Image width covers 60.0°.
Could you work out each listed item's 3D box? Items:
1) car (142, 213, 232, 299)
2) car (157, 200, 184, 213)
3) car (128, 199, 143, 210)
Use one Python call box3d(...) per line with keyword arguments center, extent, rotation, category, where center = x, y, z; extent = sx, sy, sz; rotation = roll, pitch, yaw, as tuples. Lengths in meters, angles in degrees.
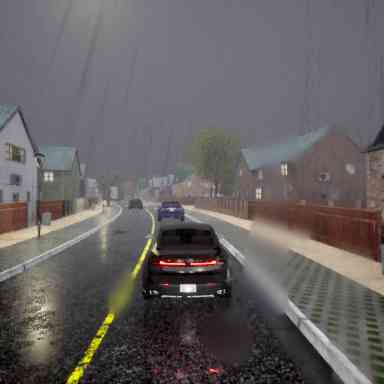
box3d(center=(-0.161, 1.516, 8.498), extent=(1.837, 1.490, 4.892), rotation=(0, 0, -2), category="car")
box3d(center=(-1.847, 1.435, 27.957), extent=(2.097, 1.767, 4.553), rotation=(0, 0, -7), category="car")
box3d(center=(-7.845, 1.679, 46.235), extent=(1.882, 1.535, 5.008), rotation=(0, -1, -12), category="car")
